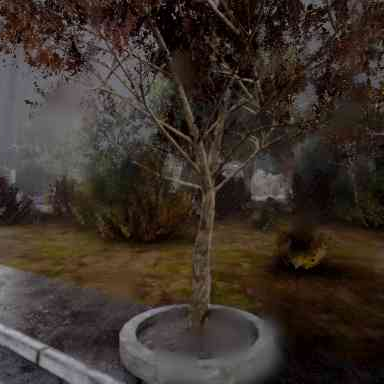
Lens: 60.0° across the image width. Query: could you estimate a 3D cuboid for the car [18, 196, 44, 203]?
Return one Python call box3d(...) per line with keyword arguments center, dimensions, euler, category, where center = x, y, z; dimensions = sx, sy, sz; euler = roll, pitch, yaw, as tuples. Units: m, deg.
box3d(center=(-21.763, 1.198, 45.154), dimensions=(2.033, 1.411, 5.357), euler=(1, 1, 32), category="car")
